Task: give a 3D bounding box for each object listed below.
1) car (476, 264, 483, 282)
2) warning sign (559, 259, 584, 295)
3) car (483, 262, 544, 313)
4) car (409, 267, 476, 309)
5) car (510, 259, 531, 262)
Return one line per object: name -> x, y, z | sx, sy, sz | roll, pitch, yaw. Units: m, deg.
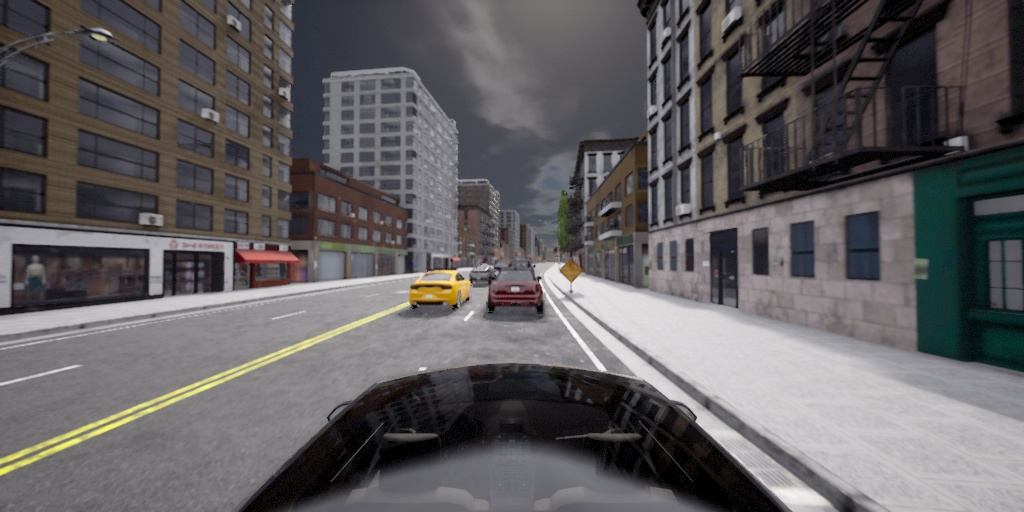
car -> -2.423, 1.581, 30.183 | 2.128, 1.511, 4.902 | 0, -1, 4
warning sign -> 3.135, 1.060, 18.953 | 1.300, 1.860, 1.060 | 0, 0, 2
car -> 0.196, 1.251, 15.094 | 2.097, 1.767, 4.553 | 0, -1, 2
car -> -3.022, 1.388, 15.969 | 1.882, 1.535, 5.008 | 0, 0, 2
car -> 0.755, 1.297, 29.109 | 2.150, 2.045, 5.566 | 0, 0, 4
